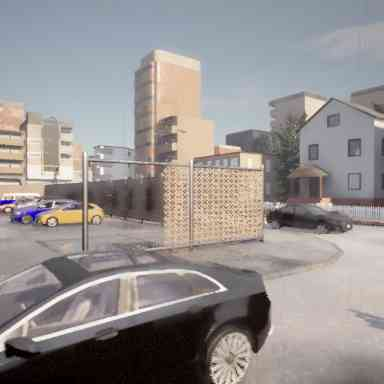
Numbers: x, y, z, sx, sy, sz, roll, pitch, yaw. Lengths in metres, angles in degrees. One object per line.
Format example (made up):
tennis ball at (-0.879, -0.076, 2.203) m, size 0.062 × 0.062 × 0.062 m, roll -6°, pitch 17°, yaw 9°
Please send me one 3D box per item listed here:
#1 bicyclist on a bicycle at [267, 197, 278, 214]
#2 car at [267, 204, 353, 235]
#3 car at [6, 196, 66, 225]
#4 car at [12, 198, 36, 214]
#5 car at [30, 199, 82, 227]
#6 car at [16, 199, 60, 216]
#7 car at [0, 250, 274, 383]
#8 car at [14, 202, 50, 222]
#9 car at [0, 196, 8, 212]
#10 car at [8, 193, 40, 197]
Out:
bicyclist on a bicycle at (7.743, 1.349, 31.975) m, size 1.656 × 1.620 × 0.582 m, roll 0°, pitch 0°, yaw -36°
car at (6.602, 1.478, 19.130) m, size 1.882 × 1.535 × 5.008 m, roll 0°, pitch 0°, yaw -36°
car at (-10.305, 1.348, 23.688) m, size 4.611 × 1.667 × 2.242 m, roll 0°, pitch 0°, yaw -36°
car at (-17.871, 1.402, 35.318) m, size 1.789 × 1.547 × 3.705 m, roll 0°, pitch 0°, yaw -36°
car at (-7.861, 1.416, 21.537) m, size 4.193 × 1.474 × 1.816 m, roll 0°, pitch 0°, yaw -36°
car at (-14.816, 1.412, 32.028) m, size 3.633 × 1.501 × 1.845 m, roll 0°, pitch 0°, yaw -36°
car at (-1.219, 1.491, 3.682) m, size 4.902 × 1.511 × 2.128 m, roll 0°, pitch 0°, yaw -35°
car at (-12.041, 1.451, 25.065) m, size 2.207 × 1.379 × 1.481 m, roll 0°, pitch 0°, yaw -36°
car at (-17.873, 1.474, 35.595) m, size 5.357 × 1.415 × 2.033 m, roll 0°, pitch 0°, yaw -36°
car at (-12.595, 1.242, 27.326) m, size 3.866 × 1.878 × 1.905 m, roll 0°, pitch 0°, yaw -36°
